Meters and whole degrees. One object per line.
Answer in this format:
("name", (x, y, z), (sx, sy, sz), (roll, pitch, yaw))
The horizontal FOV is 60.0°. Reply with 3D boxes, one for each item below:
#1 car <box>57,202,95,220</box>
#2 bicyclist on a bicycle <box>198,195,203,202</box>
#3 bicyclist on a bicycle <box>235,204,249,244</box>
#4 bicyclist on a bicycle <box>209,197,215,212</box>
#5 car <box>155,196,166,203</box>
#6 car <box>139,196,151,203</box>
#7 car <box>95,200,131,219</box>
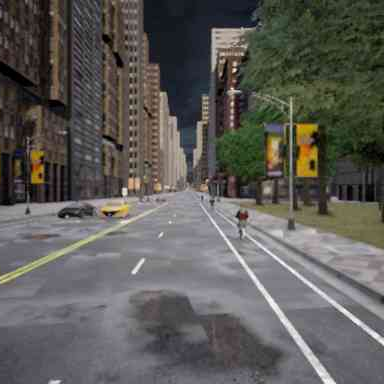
("car", (-9.848, 1.553, 28.894), (2.033, 1.411, 5.357), (0, 0, 0))
("bicyclist on a bicycle", (2.251, 1.521, 73.323), (0.582, 1.620, 1.656), (0, 1, 0))
("bicyclist on a bicycle", (2.250, 1.397, 15.064), (0.659, 1.776, 1.843), (0, 3, 0))
("bicyclist on a bicycle", (2.251, 1.398, 37.418), (0.659, 1.776, 1.843), (0, 1, 0))
("car", (-6.499, 1.503, 69.421), (1.882, 1.535, 5.008), (0, 0, 0))
("car", (-9.748, 1.550, 69.422), (1.812, 1.442, 4.674), (0, 0, 0))
("car", (-6.597, 1.483, 29.022), (1.882, 1.535, 5.008), (0, 0, 0))
